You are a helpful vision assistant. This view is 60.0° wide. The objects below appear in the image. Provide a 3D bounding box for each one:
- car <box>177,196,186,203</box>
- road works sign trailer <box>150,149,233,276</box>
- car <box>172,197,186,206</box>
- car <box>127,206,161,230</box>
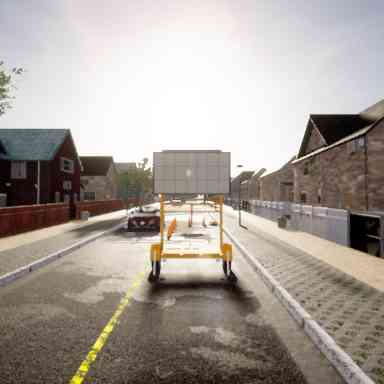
[{"bbox_3d":[-2.787,2.047,89.446,2.097,1.767,4.553,0,-1,0],"label":"car"},{"bbox_3d":[-0.007,0.483,10.393,2.380,3.560,2.880,0,0,1],"label":"road works sign trailer"},{"bbox_3d":[-2.821,1.913,63.201,2.033,1.411,5.357,0,-1,1],"label":"car"},{"bbox_3d":[-2.858,1.622,21.239,1.994,1.385,4.181,0,0,0],"label":"car"}]
